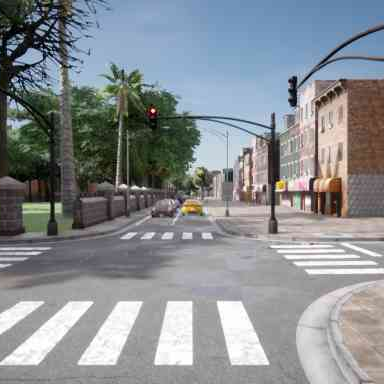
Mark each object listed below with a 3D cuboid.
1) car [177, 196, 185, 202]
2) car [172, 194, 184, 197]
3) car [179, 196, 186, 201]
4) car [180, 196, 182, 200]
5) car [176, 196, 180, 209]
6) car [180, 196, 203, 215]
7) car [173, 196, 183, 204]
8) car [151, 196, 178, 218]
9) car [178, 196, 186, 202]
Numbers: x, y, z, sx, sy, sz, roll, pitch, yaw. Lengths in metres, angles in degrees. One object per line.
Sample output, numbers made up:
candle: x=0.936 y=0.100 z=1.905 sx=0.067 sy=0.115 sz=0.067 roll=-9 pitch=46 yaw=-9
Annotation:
car: x=-2.599 y=1.818 z=81.849 sx=1.887 sy=1.381 sz=4.507 roll=0 pitch=0 yaw=0
car: x=-2.946 y=1.402 z=64.289 sx=2.150 sy=2.045 sz=5.566 roll=0 pitch=0 yaw=0
car: x=-2.592 y=1.914 z=93.227 sx=1.947 sy=1.339 sz=4.313 roll=-1 pitch=0 yaw=0
car: x=-2.616 y=1.679 z=47.718 sx=1.802 sy=1.307 sz=4.206 roll=0 pitch=0 yaw=0
car: x=-2.621 y=1.498 z=36.340 sx=1.967 sy=1.590 sz=4.097 roll=0 pitch=0 yaw=0
car: x=0.082 y=1.529 z=34.460 sx=1.882 sy=1.535 sz=5.008 roll=0 pitch=0 yaw=1
car: x=-2.981 y=1.715 z=71.258 sx=1.837 sy=1.490 sz=4.892 roll=0 pitch=0 yaw=0
car: x=-2.625 y=1.481 z=30.652 sx=1.967 sy=1.590 sz=4.097 roll=0 pitch=0 yaw=0
car: x=-2.596 y=1.861 z=87.538 sx=2.008 sy=1.369 sz=4.403 roll=-1 pitch=0 yaw=0
